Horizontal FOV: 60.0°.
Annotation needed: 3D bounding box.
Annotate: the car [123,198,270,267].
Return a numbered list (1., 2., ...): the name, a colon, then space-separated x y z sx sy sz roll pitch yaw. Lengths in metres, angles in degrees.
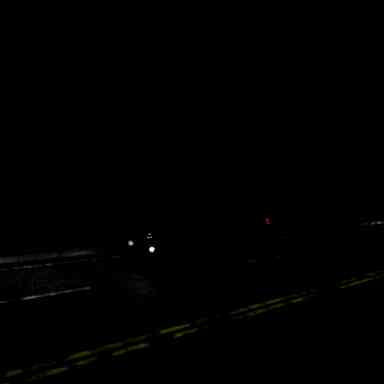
1. car: 0.369 1.258 11.897 5.566 2.045 2.150 1 0 -35
